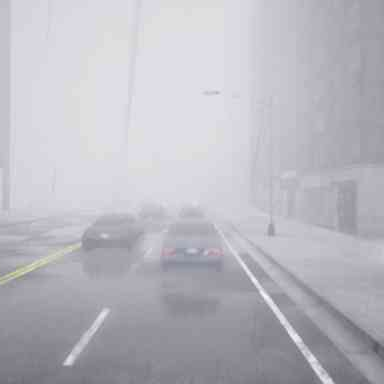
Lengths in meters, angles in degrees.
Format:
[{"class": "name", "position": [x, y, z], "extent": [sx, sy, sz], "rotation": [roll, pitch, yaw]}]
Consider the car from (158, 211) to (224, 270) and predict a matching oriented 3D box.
[{"class": "car", "position": [0.024, 1.590, 11.162], "extent": [2.033, 1.411, 5.357], "rotation": [0, 0, 1]}]

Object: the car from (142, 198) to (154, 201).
[{"class": "car", "position": [-6.669, 1.657, 50.225], "extent": [2.128, 1.511, 4.902], "rotation": [0, 0, 0]}]

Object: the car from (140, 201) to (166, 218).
[{"class": "car", "position": [-3.242, 1.703, 28.427], "extent": [1.895, 1.301, 4.718], "rotation": [0, 0, 0]}]

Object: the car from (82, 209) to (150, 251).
[{"class": "car", "position": [-3.209, 1.616, 14.345], "extent": [1.994, 1.385, 4.181], "rotation": [0, 0, 0]}]

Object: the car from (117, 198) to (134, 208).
[{"class": "car", "position": [-9.920, 1.671, 50.082], "extent": [1.837, 1.490, 4.892], "rotation": [0, -1, 0]}]

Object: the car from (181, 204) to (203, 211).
[{"class": "car", "position": [0.007, 1.704, 28.431], "extent": [1.895, 1.301, 4.718], "rotation": [0, 0, 0]}]
